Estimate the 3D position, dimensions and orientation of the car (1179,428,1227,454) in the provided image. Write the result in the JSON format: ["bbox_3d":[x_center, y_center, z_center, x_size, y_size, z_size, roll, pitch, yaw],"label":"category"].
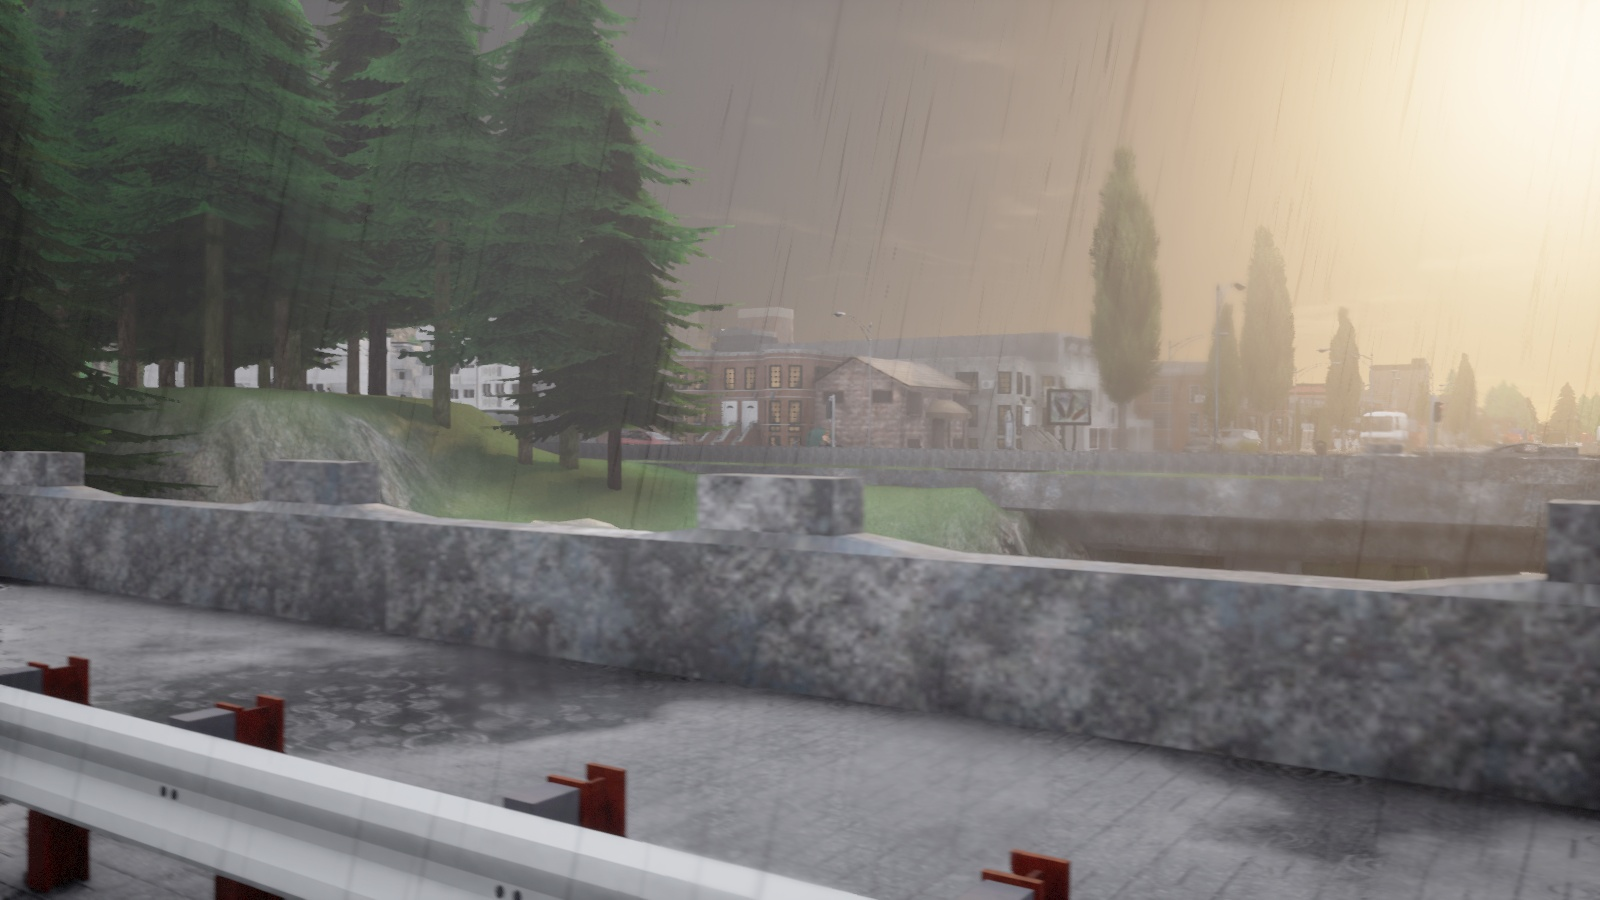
[{"bbox_3d":[24.555,-0.556,76.450,1.789,1.549,3.705,0,1,34],"label":"car"}]

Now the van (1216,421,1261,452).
[{"bbox_3d":[29.146,-0.918,83.351,1.775,1.987,4.442,0,1,34],"label":"van"}]

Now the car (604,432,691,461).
[{"bbox_3d":[-8.442,-0.191,69.327,4.514,1.525,2.007,0,1,34],"label":"car"}]

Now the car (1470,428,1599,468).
[{"bbox_3d":[26.919,-0.074,45.784,4.181,1.385,1.994,0,1,34],"label":"car"}]
